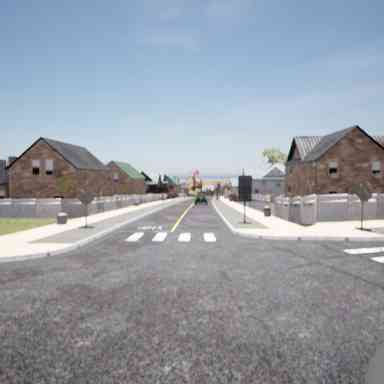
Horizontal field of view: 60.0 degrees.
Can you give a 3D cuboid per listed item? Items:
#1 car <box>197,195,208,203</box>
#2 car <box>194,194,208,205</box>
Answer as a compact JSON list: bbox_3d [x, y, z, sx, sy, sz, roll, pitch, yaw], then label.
[{"bbox_3d":[2.004,1.327,64.296,2.033,1.411,5.357,0,0,3],"label":"car"},{"bbox_3d":[1.517,1.136,54.266,2.097,1.767,4.553,0,0,3],"label":"car"}]
